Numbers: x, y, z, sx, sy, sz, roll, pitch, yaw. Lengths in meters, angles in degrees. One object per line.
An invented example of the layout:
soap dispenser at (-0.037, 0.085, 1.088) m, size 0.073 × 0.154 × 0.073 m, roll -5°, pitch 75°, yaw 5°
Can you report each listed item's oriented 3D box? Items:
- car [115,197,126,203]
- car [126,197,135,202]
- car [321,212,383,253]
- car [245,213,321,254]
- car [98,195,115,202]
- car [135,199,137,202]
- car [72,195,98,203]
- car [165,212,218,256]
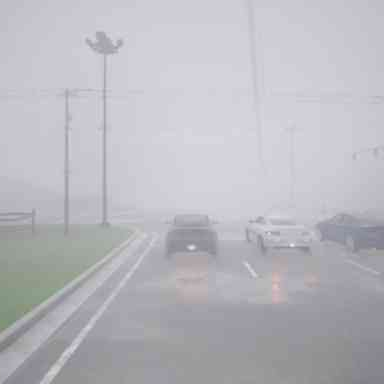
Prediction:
car at (-20.309, 2.007, 86.685) m, size 5.008 × 1.535 × 1.882 m, roll 0°, pitch 0°, yaw 32°
car at (-18.786, 2.089, 89.883) m, size 5.357 × 1.411 × 2.033 m, roll 0°, pitch 0°, yaw 32°
car at (6.947, 1.564, 14.114) m, size 1.882 × 1.535 × 5.008 m, roll 0°, pitch 0°, yaw -1°
car at (3.459, 1.611, 13.894) m, size 1.812 × 1.442 × 4.674 m, roll 0°, pitch 0°, yaw -1°
car at (-22.337, 2.036, 83.834) m, size 4.674 × 1.442 × 1.812 m, roll 0°, pitch 0°, yaw 32°
car at (-17.651, 2.165, 93.318) m, size 4.718 × 1.301 × 1.895 m, roll 0°, pitch 0°, yaw 32°
car at (-26.528, 1.981, 82.370) m, size 5.008 × 1.535 × 1.882 m, roll 0°, pitch 0°, yaw 28°
car at (-0.031, 1.587, 13.386) m, size 1.837 × 1.490 × 4.892 m, roll 0°, pitch 0°, yaw -1°
